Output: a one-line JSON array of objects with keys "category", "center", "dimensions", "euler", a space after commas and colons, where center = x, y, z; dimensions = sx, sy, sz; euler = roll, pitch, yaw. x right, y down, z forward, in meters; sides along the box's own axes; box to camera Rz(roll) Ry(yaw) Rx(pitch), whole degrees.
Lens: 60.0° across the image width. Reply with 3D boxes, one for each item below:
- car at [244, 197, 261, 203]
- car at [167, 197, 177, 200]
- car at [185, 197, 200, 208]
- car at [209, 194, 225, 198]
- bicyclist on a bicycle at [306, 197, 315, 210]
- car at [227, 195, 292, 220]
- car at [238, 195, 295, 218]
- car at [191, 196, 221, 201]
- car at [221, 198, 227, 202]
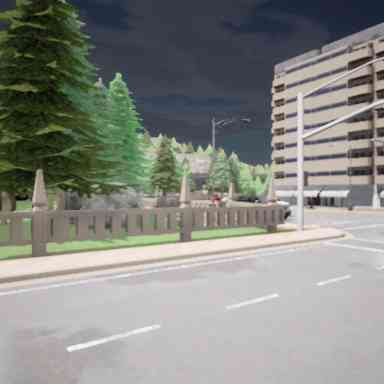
[{"category": "car", "center": [14.061, 1.849, 77.082], "dimensions": [1.895, 1.301, 4.718], "euler": [0, 0, 40]}, {"category": "car", "center": [-2.918, 1.563, 48.486], "dimensions": [1.882, 1.535, 5.008], "euler": [0, 0, -9]}, {"category": "car", "center": [0.048, 1.615, 51.977], "dimensions": [1.837, 1.490, 4.892], "euler": [0, 0, -5]}, {"category": "car", "center": [4.555, 1.394, 65.028], "dimensions": [2.150, 2.045, 5.566], "euler": [0, 0, 14]}, {"category": "bicyclist on a bicycle", "center": [15.050, 1.448, 42.247], "dimensions": [1.656, 1.620, 0.582], "euler": [0, 0, -29]}, {"category": "car", "center": [5.809, 1.283, 28.451], "dimensions": [2.150, 2.045, 5.566], "euler": [0, 0, -33]}, {"category": "car", "center": [7.199, 1.303, 32.712], "dimensions": [2.150, 2.045, 5.566], "euler": [0, 0, -32]}, {"category": "car", "center": [0.849, 1.544, 37.033], "dimensions": [1.882, 1.535, 5.008], "euler": [0, 0, -26]}, {"category": "car", "center": [2.398, 1.689, 41.868], "dimensions": [1.895, 1.301, 4.718], "euler": [0, 0, -20]}]
